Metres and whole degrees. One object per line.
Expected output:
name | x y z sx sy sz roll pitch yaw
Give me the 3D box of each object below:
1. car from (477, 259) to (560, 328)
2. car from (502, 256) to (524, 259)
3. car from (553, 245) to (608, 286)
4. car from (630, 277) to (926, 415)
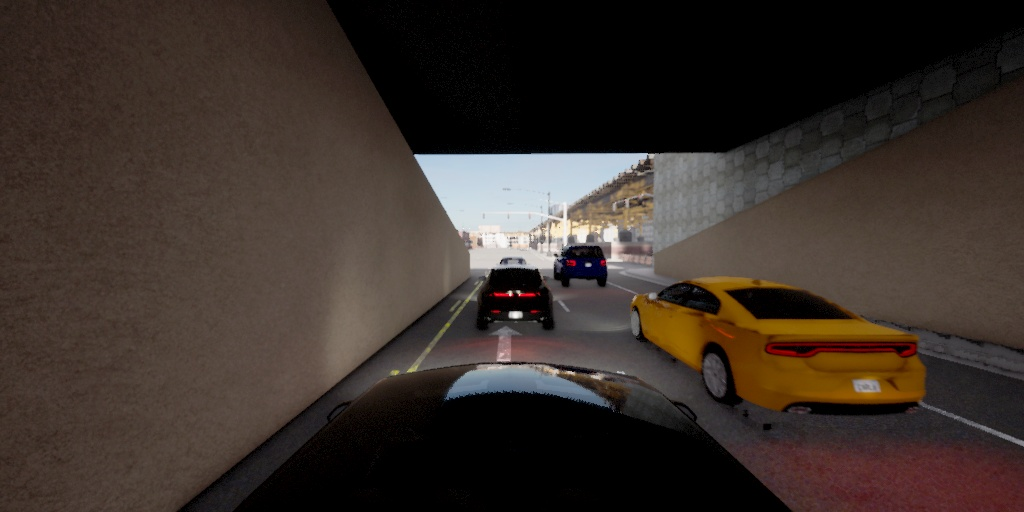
car | 0.076 0.987 10.300 1.837 1.490 4.892 0 1 0
car | 0.068 0.730 20.033 2.033 1.411 5.357 0 2 0
car | 3.569 0.422 19.455 2.150 2.045 5.566 0 2 0
car | 3.570 1.092 6.071 1.882 1.535 5.008 0 1 0
